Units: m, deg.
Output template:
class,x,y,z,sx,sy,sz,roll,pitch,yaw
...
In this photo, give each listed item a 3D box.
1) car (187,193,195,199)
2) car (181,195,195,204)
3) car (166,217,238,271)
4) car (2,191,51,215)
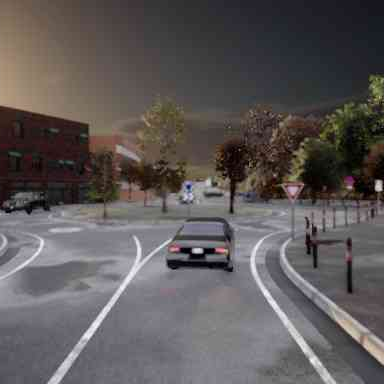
class,x,y,z,sx,sy,sz,roll,pitch,yaw
car,-0.100,1.002,83.213,1.882,1.535,5.008,0,0,1
car,-0.816,1.159,54.073,2.033,1.411,5.357,0,0,-5
car,0.486,1.523,10.853,2.033,1.411,5.357,0,0,8
car,-15.371,0.947,31.313,2.150,2.045,5.566,-1,1,2
